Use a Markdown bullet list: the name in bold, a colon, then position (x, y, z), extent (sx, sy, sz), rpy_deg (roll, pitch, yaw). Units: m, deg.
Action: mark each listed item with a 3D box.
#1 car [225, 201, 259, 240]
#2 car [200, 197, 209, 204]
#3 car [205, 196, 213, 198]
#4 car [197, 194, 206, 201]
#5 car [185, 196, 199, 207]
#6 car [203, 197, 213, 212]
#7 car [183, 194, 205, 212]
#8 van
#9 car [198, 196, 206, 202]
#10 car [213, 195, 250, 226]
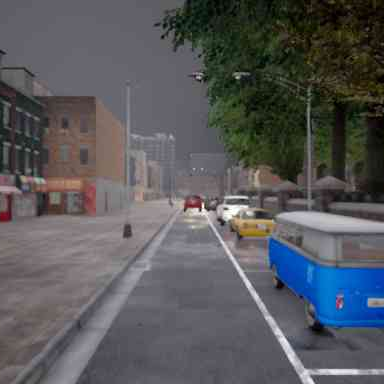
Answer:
- **car**: position (3.022, 1.478, 17.079), extent (1.801, 1.575, 5.366), rpy_deg (0, 0, 0)
- **car**: position (2.634, 1.729, 71.186), extent (1.887, 1.381, 4.507), rpy_deg (1, 0, 0)
- **car**: position (2.642, 1.400, 44.757), extent (2.192, 1.841, 5.009), rpy_deg (1, 0, 0)
- **car**: position (2.633, 1.606, 92.937), extent (2.192, 1.841, 5.009), rpy_deg (1, 0, 0)
- **car**: position (0.011, 1.461, 52.475), extent (2.097, 1.767, 4.553), rpy_deg (0, 0, 0)
- **car**: position (2.640, 1.651, 39.307), extent (1.802, 1.307, 4.206), rpy_deg (1, 0, 0)
- **car**: position (0.073, 1.291, 40.344), extent (2.150, 2.045, 5.566), rpy_deg (0, 0, -1)
- **van**: position (2.649, 1.348, 6.611), extent (1.690, 1.788, 3.998), rpy_deg (1, 0, 0)
- **car**: position (2.631, 1.807, 87.498), extent (1.887, 1.381, 4.507), rpy_deg (1, 0, 0)
- **car**: position (2.978, 1.261, 23.919), extent (2.150, 2.045, 5.566), rpy_deg (0, 0, 0)
